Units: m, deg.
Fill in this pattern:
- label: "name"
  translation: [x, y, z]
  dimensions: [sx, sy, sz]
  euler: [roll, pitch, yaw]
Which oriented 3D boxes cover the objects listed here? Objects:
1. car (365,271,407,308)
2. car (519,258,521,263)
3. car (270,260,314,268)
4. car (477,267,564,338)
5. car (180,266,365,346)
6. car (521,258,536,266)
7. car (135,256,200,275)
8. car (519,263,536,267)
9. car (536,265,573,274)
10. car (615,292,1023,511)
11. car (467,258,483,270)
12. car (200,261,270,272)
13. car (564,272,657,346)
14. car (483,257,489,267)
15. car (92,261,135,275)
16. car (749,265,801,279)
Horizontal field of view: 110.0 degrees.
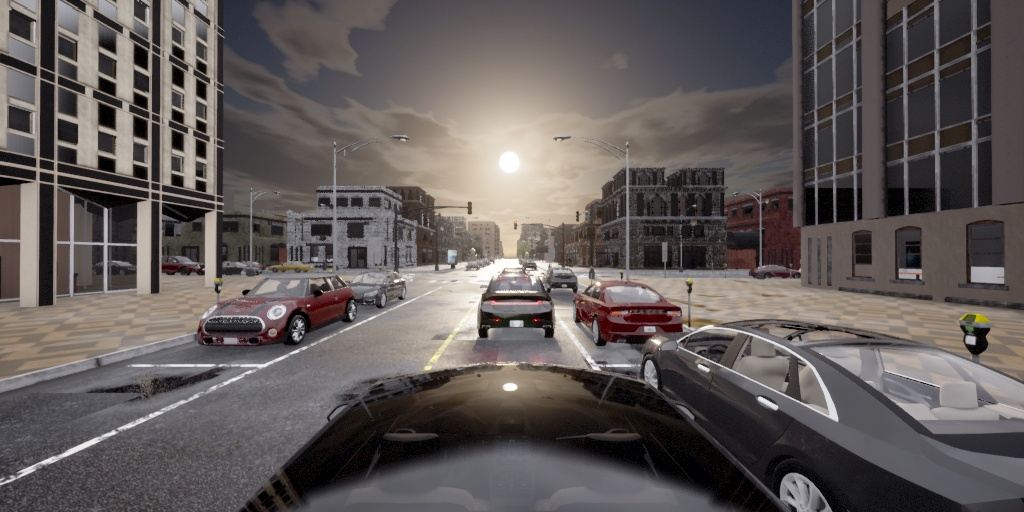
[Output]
- label: "car"
  translation: [-5.693, 1.302, 14.934]
  dimensions: [2.007, 1.370, 4.403]
  euler: [0, 0, 0]
- label: "car"
  translation: [2.679, 1.341, 64.043]
  dimensions: [1.802, 1.307, 4.207]
  euler: [0, 0, 0]
- label: "car"
  translation: [-25.461, 1.198, 41.391]
  dimensions: [4.829, 1.417, 1.751]
  euler: [0, 0, 1]
- label: "car"
  translation: [0.100, 1.242, 10.135]
  dimensions: [2.128, 1.511, 4.902]
  euler: [0, 0, 0]
- label: "car"
  translation: [-5.692, 1.190, 9.242]
  dimensions: [1.967, 1.591, 4.097]
  euler: [0, 0, 0]
- label: "car"
  translation: [2.681, 1.322, 53.001]
  dimensions: [1.948, 1.339, 4.313]
  euler: [0, 0, 0]
- label: "car"
  translation: [-30.958, 0.918, 33.093]
  dimensions: [5.009, 1.841, 2.192]
  euler: [0, 0, 1]
- label: "car"
  translation: [0.096, 1.316, 20.558]
  dimensions: [1.994, 1.385, 4.181]
  euler: [0, 0, 0]
- label: "car"
  translation: [2.687, 1.303, 20.610]
  dimensions: [2.007, 1.370, 4.403]
  euler: [0, 0, 0]
- label: "car"
  translation: [2.690, 1.301, 3.535]
  dimensions: [2.007, 1.370, 4.403]
  euler: [0, 0, 0]
- label: "car"
  translation: [-5.699, 1.338, 53.012]
  dimensions: [1.802, 1.307, 4.207]
  euler: [0, 0, 0]
- label: "car"
  translation: [-25.421, 1.177, 33.009]
  dimensions: [4.403, 1.370, 2.007]
  euler: [0, 0, 1]
- label: "car"
  translation: [2.689, 1.296, 9.226]
  dimensions: [1.888, 1.381, 4.507]
  euler: [0, 0, 0]
- label: "car"
  translation: [-5.702, 1.309, 64.056]
  dimensions: [2.007, 1.370, 4.403]
  euler: [0, 0, 0]
- label: "car"
  translation: [-36.494, 1.131, 33.177]
  dimensions: [4.403, 1.370, 2.007]
  euler: [0, 0, 1]
- label: "car"
  translation: [23.637, 1.433, 32.227]
  dimensions: [4.207, 1.307, 1.802]
  euler: [0, 0, 1]
